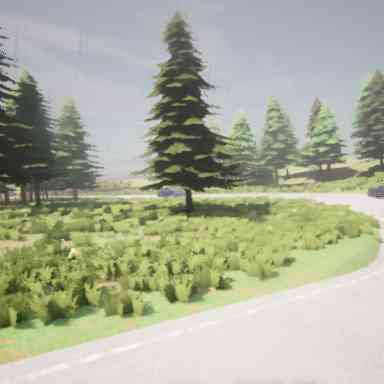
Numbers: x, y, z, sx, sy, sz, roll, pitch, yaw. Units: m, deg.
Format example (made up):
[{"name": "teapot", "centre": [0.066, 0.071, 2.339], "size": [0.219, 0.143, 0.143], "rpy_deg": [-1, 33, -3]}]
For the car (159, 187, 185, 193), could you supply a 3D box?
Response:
[{"name": "car", "centre": [-2.648, 0.099, 44.354], "size": [1.812, 1.442, 4.674], "rpy_deg": [-7, 4, -44]}]

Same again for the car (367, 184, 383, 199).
[{"name": "car", "centre": [15.289, -0.155, 24.623], "size": [2.033, 1.411, 5.357], "rpy_deg": [-4, 3, -5]}]
